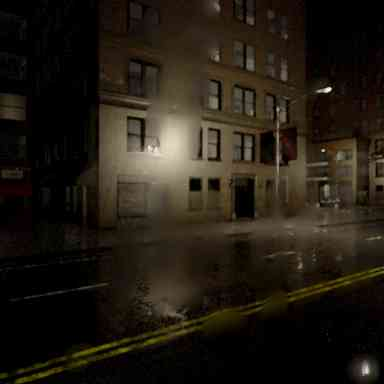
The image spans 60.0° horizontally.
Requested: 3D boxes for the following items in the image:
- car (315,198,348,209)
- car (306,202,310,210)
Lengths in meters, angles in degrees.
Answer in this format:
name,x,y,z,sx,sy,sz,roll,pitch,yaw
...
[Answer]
name,x,y,z,sx,sy,sz,roll,pitch,yaw
car,18.484,1.498,44.215,1.947,1.339,4.313,0,0,-36
car,11.955,1.357,39.550,1.967,1.590,4.097,0,0,-36
